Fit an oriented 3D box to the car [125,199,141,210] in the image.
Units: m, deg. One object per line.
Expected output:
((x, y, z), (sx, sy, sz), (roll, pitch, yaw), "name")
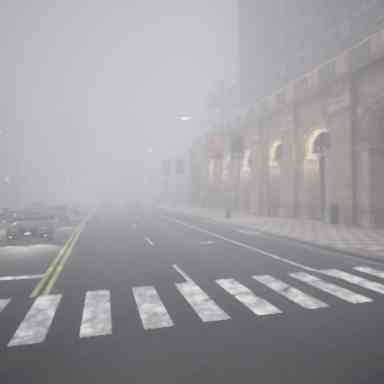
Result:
((-7.956, 1.683, 44.748), (2.033, 1.411, 5.357), (-1, 0, -14), "car")

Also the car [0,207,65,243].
((-7.961, 1.711, 17.032), (1.994, 1.385, 4.181), (-1, 0, -15), "car")

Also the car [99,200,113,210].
((-12.064, 1.815, 46.722), (1.895, 1.301, 4.718), (-1, 0, -14), "car")

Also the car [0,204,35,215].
((-14.004, 1.861, 25.983), (1.895, 1.301, 4.718), (-1, 0, -15), "car")

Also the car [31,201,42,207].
((-16.639, 1.812, 36.088), (1.837, 1.490, 4.892), (-1, 0, -14), "car")

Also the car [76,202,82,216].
((-12.808, 1.759, 35.242), (1.812, 1.442, 4.674), (-1, 0, -14), "car")

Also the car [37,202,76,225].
((-10.258, 1.693, 25.511), (1.837, 1.490, 4.892), (-1, 0, -15), "car")
